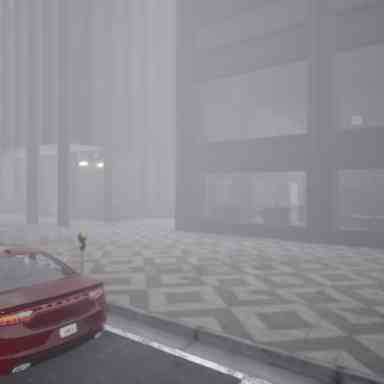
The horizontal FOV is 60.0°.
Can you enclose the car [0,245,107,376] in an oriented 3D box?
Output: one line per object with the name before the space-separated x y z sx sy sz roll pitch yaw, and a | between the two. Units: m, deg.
car | -3.309 1.527 5.315 4.507 1.381 1.887 0 0 35
